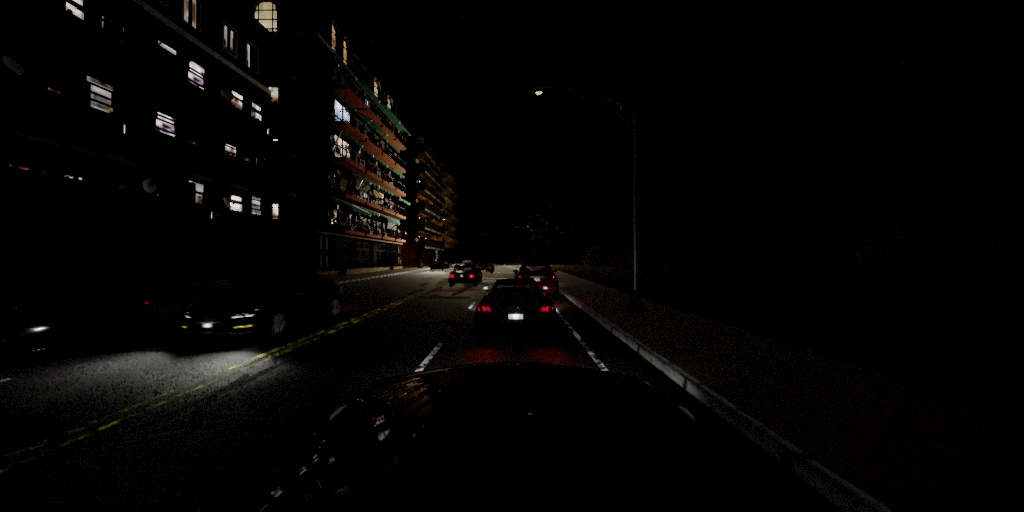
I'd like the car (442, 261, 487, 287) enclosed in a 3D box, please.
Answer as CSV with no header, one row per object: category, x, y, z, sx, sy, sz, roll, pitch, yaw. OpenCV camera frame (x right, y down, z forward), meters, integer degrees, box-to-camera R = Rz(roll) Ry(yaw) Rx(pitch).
car,-3.132,1.299,24.786,2.033,1.411,5.357,0,0,0

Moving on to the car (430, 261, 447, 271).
car,-9.824,1.352,48.763,1.895,1.301,4.718,0,0,0

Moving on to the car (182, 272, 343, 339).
car,-6.596,1.256,10.190,1.837,1.490,4.892,0,0,0

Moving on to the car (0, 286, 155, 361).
car,-9.848,1.315,7.110,1.994,1.385,4.181,0,0,0

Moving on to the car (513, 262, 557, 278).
car,1.146,1.103,18.548,2.097,1.767,4.553,0,0,0

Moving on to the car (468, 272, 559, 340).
car,0.099,1.315,9.967,1.994,1.385,4.181,0,0,0

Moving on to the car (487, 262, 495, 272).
car,-3.127,1.352,43.547,1.895,1.301,4.718,0,0,0
